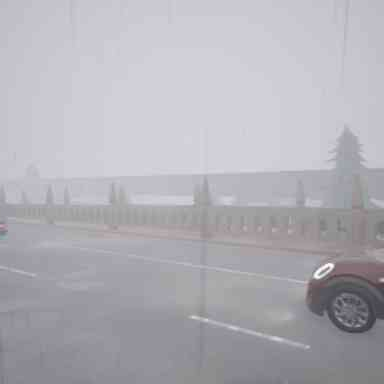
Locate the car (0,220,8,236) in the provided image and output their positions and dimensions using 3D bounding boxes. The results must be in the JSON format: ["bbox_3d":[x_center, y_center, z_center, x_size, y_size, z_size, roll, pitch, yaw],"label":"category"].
[{"bbox_3d":[-11.037,1.603,16.152,5.357,1.411,2.033,0,0,35],"label":"car"}]

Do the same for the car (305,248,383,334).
[{"bbox_3d":[4.238,1.352,5.264,4.553,1.767,2.097,0,0,36],"label":"car"}]
